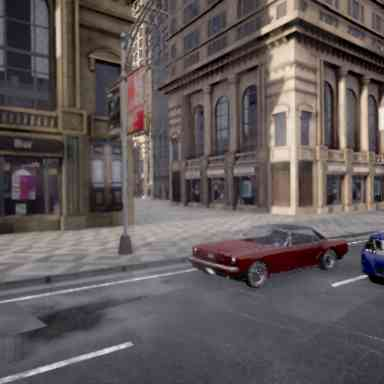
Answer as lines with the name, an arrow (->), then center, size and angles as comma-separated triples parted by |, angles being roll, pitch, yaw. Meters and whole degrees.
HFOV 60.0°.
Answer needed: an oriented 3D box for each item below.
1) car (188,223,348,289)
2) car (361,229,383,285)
car -> 2.254, 1.594, 9.281 | 4.718, 1.301, 1.895 | 0, 0, -35
car -> 6.547, 1.214, 8.352 | 5.566, 2.045, 2.150 | 0, 0, -35
